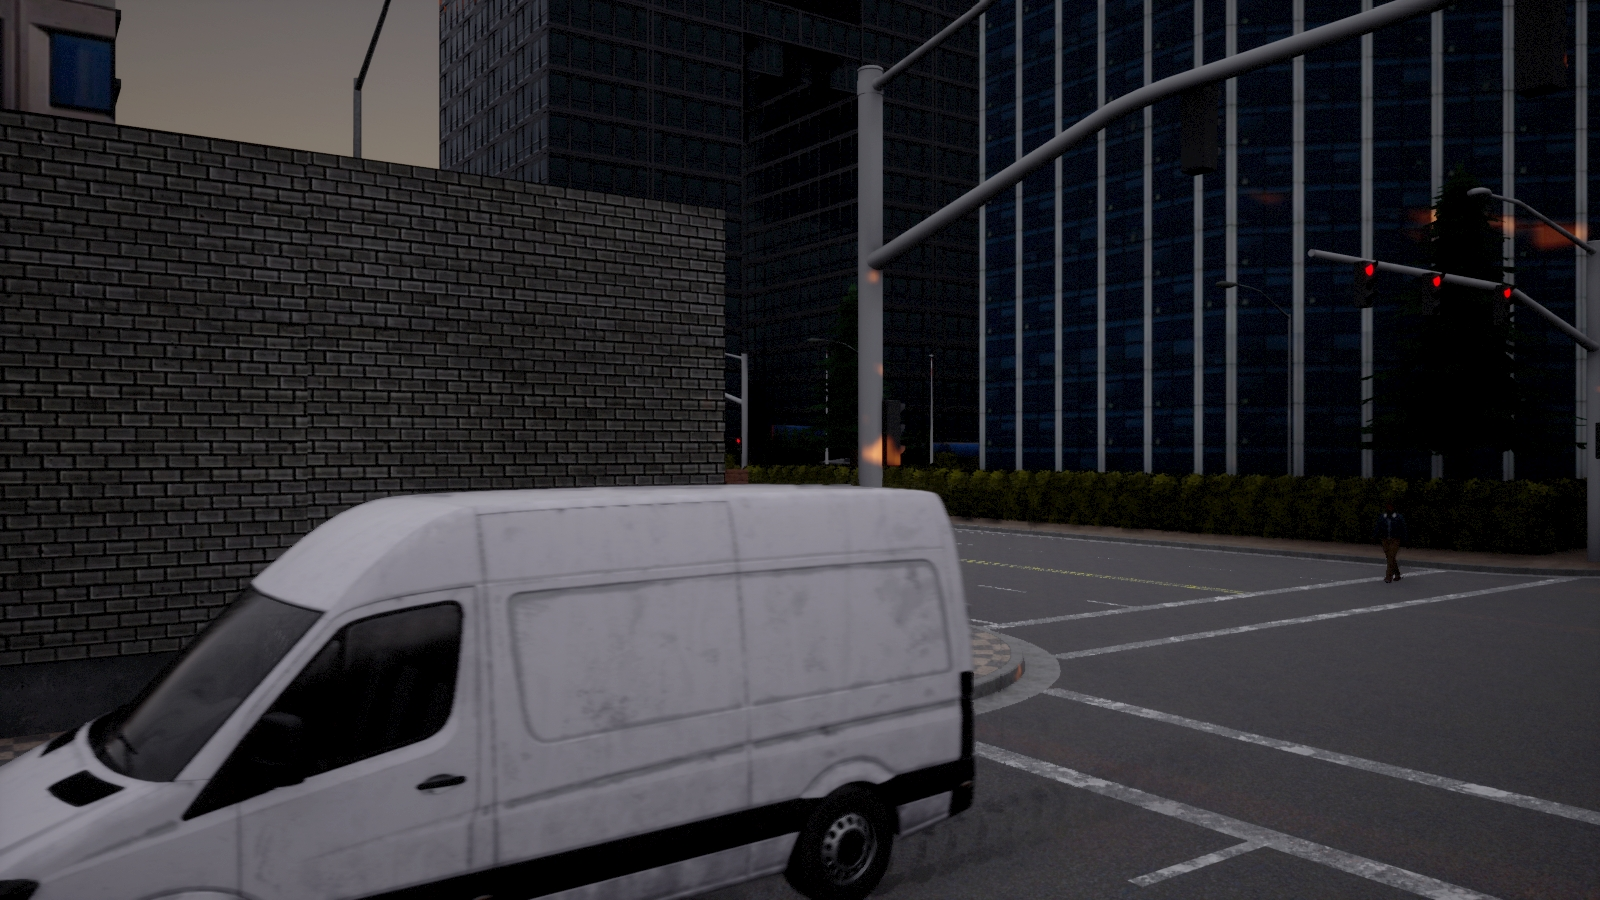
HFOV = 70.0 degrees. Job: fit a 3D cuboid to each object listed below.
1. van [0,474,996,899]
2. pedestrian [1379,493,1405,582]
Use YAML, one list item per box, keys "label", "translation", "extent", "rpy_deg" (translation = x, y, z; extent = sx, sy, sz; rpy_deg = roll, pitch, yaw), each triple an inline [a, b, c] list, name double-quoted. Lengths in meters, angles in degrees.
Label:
- label: "van"
  translation: [-1.654, 1.479, 6.786]
  extent: [5.915, 2.561, 1.988]
  rpy_deg: [0, 0, -36]
- label: "pedestrian"
  translation: [12.607, 1.848, 24.331]
  extent: [0.375, 1.860, 0.375]
  rpy_deg: [0, 0, -43]
